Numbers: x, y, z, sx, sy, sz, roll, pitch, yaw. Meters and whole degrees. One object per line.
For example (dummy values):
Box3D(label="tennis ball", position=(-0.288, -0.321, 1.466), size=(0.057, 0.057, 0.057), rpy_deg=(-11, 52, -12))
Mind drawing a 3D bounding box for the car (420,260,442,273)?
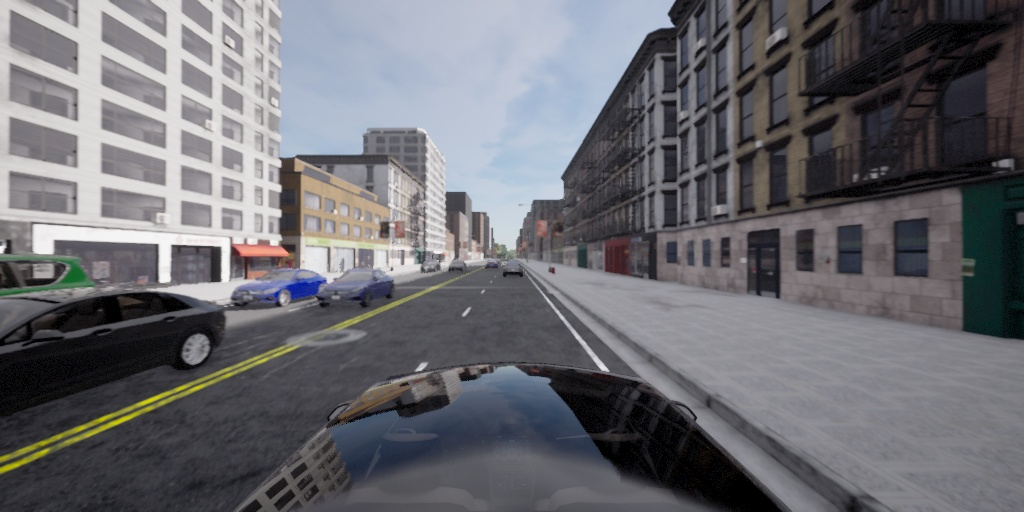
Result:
Box3D(label="car", position=(-9.832, 1.241, 43.614), size=(2.128, 1.511, 4.902), rpy_deg=(0, 0, 0))

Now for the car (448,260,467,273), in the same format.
Box3D(label="car", position=(-6.584, 1.255, 43.740), size=(1.837, 1.490, 4.892), rpy_deg=(0, 0, 0))

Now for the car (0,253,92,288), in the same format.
Box3D(label="car", position=(-9.768, 0.972, 5.253), size=(2.150, 2.045, 5.566), rpy_deg=(0, 0, 1))

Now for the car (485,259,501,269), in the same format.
Box3D(label="car", position=(-3.152, 1.274, 57.759), size=(1.812, 1.442, 4.674), rpy_deg=(0, 0, 0))

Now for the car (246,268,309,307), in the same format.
Box3D(label="car", position=(-9.750, 1.276, 15.553), size=(1.812, 1.442, 4.674), rpy_deg=(0, 0, 0))

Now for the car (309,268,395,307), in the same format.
Box3D(label="car", position=(-6.500, 1.276, 15.553), size=(1.812, 1.442, 4.674), rpy_deg=(0, 0, 0))

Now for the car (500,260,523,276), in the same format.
Box3D(label="car", position=(0.099, 1.312, 36.991), size=(1.994, 1.385, 4.181), rpy_deg=(0, 0, 0))

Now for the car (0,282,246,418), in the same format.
Box3D(label="car", position=(-6.523, 1.256, 5.005), size=(1.837, 1.490, 4.892), rpy_deg=(0, 0, 0))
